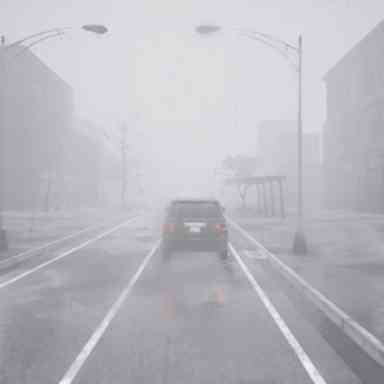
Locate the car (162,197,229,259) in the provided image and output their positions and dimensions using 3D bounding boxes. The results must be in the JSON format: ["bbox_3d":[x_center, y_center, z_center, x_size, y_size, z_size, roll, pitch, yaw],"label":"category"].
[{"bbox_3d":[0.122,1.179,12.567,2.150,2.045,5.566,0,1,1],"label":"car"}]

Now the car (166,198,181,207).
[{"bbox_3d":[-2.852,1.600,51.755,1.994,1.385,4.181,0,0,0],"label":"car"}]

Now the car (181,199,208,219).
[{"bbox_3d":[0.198,1.403,28.740,2.128,1.511,4.902,0,0,1],"label":"car"}]
